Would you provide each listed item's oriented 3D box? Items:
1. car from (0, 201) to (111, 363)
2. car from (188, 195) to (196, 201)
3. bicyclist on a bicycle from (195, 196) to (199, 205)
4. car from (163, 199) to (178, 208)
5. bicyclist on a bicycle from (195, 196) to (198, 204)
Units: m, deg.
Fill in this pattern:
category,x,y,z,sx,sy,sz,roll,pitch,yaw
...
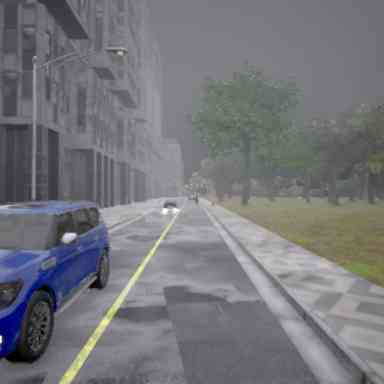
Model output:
category,x,y,z,sx,sy,sz,roll,pitch,yaw
car,-3.098,1.222,6.235,2.150,2.045,5.566,0,0,0
car,0.034,1.461,84.639,2.097,1.767,4.553,0,0,0
bicyclist on a bicycle,0.848,1.497,54.381,0.582,1.620,1.656,0,-1,0
car,-3.047,1.633,47.846,1.895,1.301,4.718,0,0,0
bicyclist on a bicycle,0.851,1.516,63.378,0.582,1.620,1.656,0,-1,0
